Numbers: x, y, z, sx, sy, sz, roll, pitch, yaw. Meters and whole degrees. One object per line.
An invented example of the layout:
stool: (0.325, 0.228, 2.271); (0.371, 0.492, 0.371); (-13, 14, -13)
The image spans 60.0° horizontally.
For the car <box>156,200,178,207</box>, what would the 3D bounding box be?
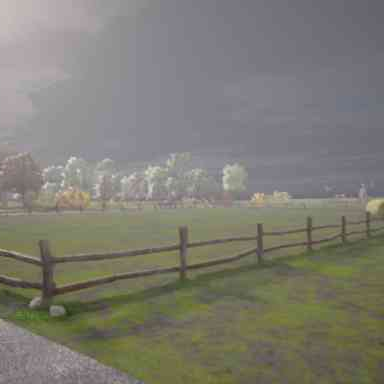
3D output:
car: (-5.110, 2.406, 70.048); (2.033, 1.411, 5.357); (-2, -2, 40)
